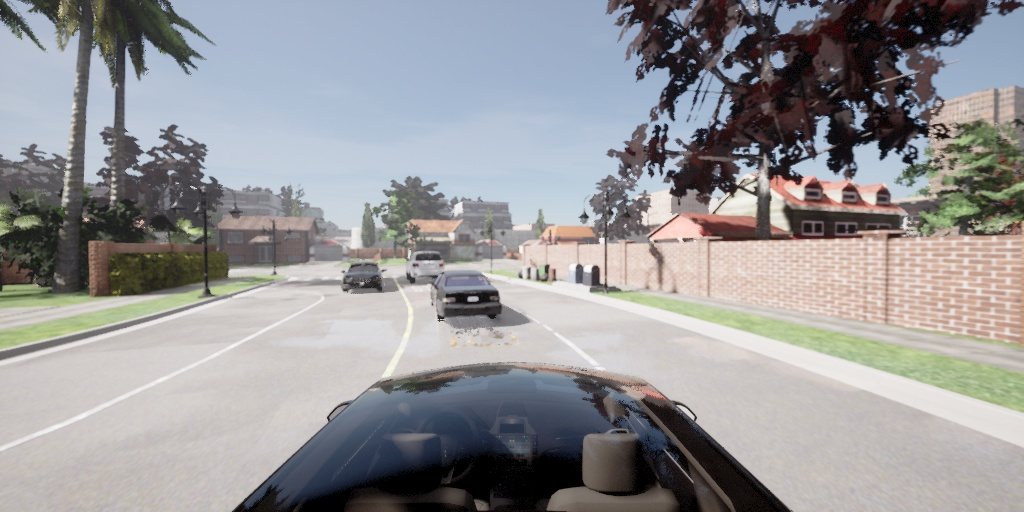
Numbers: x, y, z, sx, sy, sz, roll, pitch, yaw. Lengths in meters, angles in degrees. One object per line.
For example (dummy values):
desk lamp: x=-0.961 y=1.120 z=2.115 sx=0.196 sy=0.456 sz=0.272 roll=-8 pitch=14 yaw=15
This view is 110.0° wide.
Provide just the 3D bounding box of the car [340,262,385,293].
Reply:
car: x=-7.895 y=1.071 z=19.189 sx=1.837 sy=1.490 sz=4.892 roll=-1 pitch=0 yaw=-20

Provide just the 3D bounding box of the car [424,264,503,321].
car: x=-1.715 y=1.171 z=12.018 sx=2.033 sy=1.411 sz=5.357 roll=0 pitch=1 yaw=-15

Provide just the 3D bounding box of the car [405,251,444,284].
car: x=-5.965 y=0.705 z=24.493 sx=2.150 sy=2.045 sz=5.566 roll=-1 pitch=1 yaw=-20
